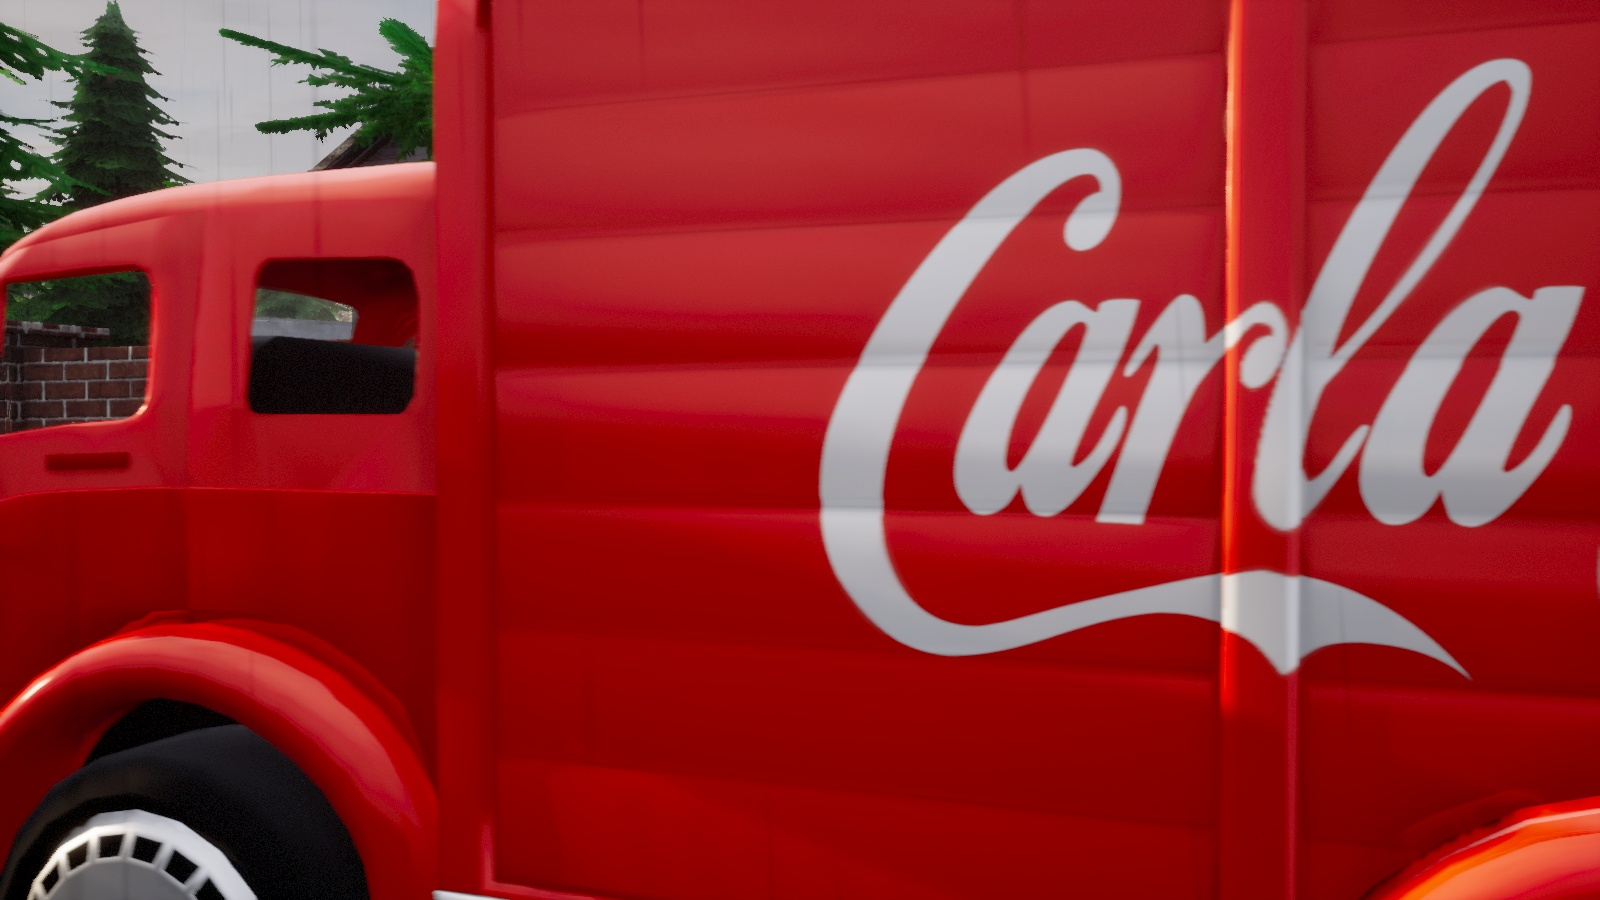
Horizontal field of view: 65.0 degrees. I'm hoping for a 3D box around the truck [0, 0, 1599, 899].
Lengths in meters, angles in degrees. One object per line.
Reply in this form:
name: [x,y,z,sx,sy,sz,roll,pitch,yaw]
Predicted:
truck: [0.316,0.297,3.080,5.204,2.467,2.627,1,1,19]
